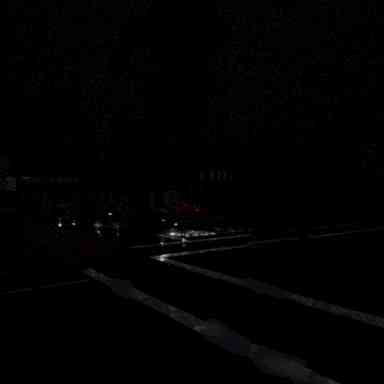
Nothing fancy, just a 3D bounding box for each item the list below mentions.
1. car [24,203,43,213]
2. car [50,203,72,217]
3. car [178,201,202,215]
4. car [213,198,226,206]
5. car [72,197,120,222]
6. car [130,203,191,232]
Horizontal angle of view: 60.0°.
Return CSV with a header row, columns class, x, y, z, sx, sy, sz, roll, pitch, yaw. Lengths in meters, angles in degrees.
class,x,y,z,sx,sy,sz,roll,pitch,yaw
car,-23.928,2.358,50.179,2.033,1.411,5.357,0,-1,-37
car,-14.836,2.043,37.925,1.812,1.442,4.674,0,-1,-37
car,-0.948,1.792,37.254,1.882,1.535,5.008,0,-1,-37
car,5.532,1.793,60.043,1.970,1.475,3.806,0,-1,-37
car,-8.300,1.498,29.216,2.150,2.045,5.566,0,-1,-37
car,-2.346,1.640,21.293,1.812,1.442,4.674,0,-1,-37
